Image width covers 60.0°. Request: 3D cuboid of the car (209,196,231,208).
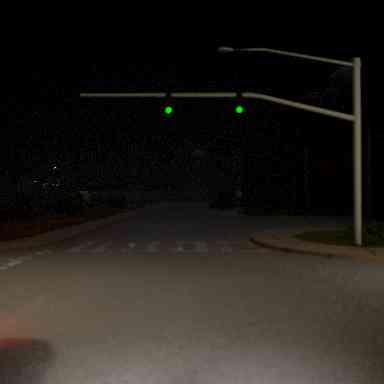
[{"bbox_3d":[4.621,1.650,54.774,1.905,1.878,3.866,-7,3,-42],"label":"car"}]
